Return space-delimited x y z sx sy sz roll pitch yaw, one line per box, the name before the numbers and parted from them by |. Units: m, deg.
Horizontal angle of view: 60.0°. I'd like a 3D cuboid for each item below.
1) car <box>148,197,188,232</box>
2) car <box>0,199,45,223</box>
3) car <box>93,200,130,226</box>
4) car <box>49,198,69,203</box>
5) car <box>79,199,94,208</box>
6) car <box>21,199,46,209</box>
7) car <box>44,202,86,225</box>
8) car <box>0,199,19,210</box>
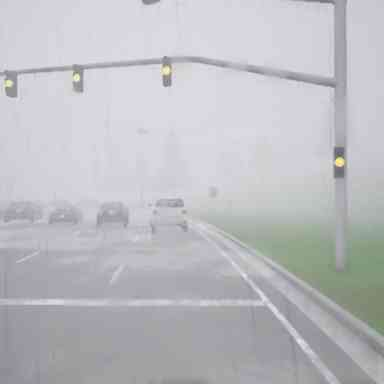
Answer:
car | -1.579 1.309 21.158 2.150 2.045 5.566 0 0 -8
car | -13.574 1.487 27.076 2.097 1.767 4.553 0 0 -14
car | -5.692 1.460 24.375 2.097 1.767 4.553 0 0 -10
car | -20.935 1.757 52.336 4.892 1.490 1.837 0 0 43
car | -16.714 1.792 53.149 5.357 1.411 2.033 0 0 44
car | -23.979 1.813 50.230 4.181 1.385 1.994 0 0 41
car | -9.559 1.685 25.415 1.994 1.385 4.181 0 0 -12
car | -27.099 1.755 48.311 4.892 1.490 1.837 0 0 41
